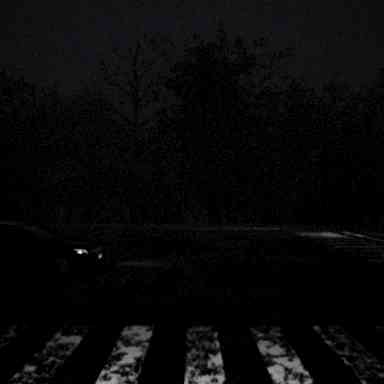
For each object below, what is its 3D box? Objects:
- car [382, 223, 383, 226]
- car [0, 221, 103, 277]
[{"bbox_3d":[13.847,1.801,19.380,4.718,1.301,1.895,0,-1,1],"label":"car"},{"bbox_3d":[-5.052,1.617,9.893,4.674,1.442,1.812,0,-1,1],"label":"car"}]
